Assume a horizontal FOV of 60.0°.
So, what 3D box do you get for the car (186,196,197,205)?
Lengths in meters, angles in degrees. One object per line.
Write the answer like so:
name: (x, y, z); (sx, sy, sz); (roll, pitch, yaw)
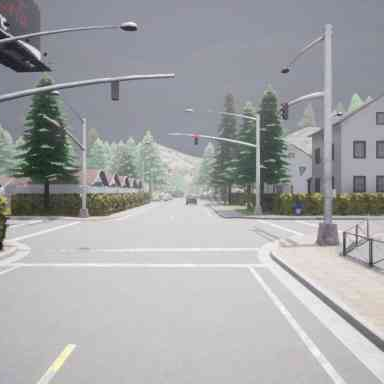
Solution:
car: (-0.089, 1.505, 59.293); (1.837, 1.490, 4.892); (0, 0, 0)
